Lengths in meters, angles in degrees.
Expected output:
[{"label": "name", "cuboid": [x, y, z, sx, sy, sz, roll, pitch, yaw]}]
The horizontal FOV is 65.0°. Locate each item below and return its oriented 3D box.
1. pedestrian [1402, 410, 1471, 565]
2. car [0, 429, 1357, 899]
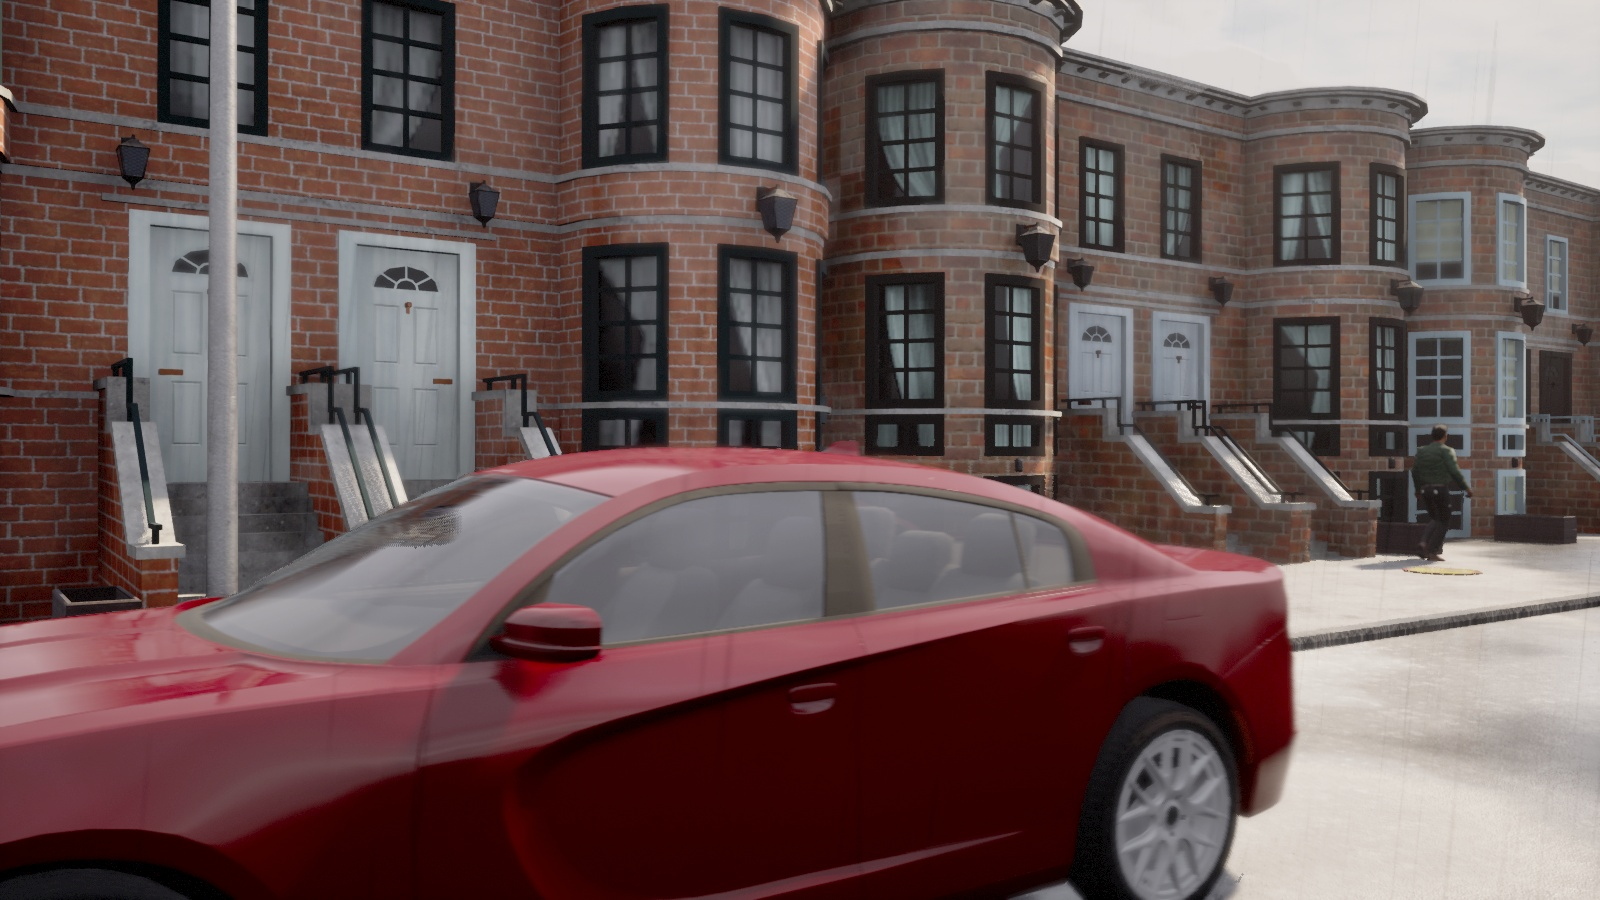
[{"label": "pedestrian", "cuboid": [8.213, 0.474, 16.191, 0.788, 1.949, 0.423, 0, 0, -30]}, {"label": "car", "cuboid": [-0.592, 0.733, 3.856, 5.008, 1.535, 1.882, 0, 0, -35]}]
